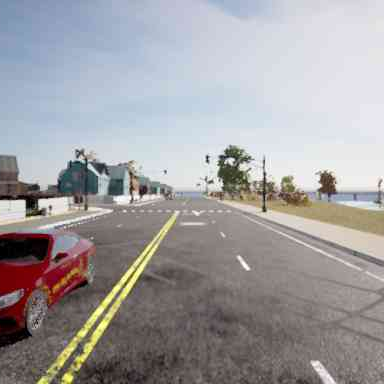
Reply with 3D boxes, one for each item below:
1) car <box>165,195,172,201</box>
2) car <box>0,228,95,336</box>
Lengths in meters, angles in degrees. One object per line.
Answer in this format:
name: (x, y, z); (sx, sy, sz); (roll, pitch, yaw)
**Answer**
car: (-6.498, 1.656, 92.291); (2.128, 1.511, 4.902); (0, 0, 0)
car: (-3.349, 1.528, 6.822); (1.812, 1.442, 4.674); (0, 0, 0)
